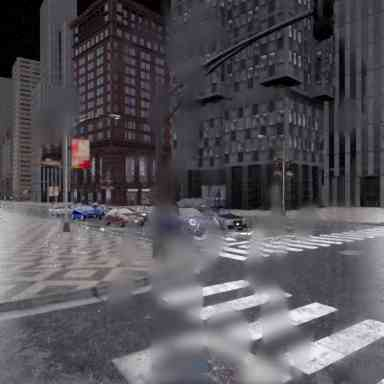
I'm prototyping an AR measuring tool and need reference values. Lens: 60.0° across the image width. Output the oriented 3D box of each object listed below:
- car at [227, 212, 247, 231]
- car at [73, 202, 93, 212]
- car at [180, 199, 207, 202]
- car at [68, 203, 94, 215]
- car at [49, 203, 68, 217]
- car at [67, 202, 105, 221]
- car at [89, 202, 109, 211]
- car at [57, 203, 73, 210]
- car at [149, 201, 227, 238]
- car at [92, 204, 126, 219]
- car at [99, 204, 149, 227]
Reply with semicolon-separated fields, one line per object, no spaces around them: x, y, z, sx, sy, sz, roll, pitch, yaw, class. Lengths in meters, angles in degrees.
1.691;1.861;22.312;1.994;1.385;4.181;0;-1;-36;car
-18.587;2.547;56.473;1.837;1.490;4.892;0;-1;-36;car
-0.375;1.750;36.670;2.150;2.045;5.566;0;-1;-36;car
-15.589;2.352;46.477;2.128;1.511;4.902;0;-1;-35;car
-16.697;2.416;42.417;1.895;1.301;4.718;0;-1;-35;car
-10.928;2.103;34.326;1.882;1.535;5.008;0;-1;-36;car
-16.712;2.540;59.439;1.882;1.535;5.008;0;-1;-36;car
-24.986;2.851;65.388;1.895;1.301;4.718;0;-1;-36;car
-0.383;1.636;19.594;2.097;1.767;4.553;0;-1;-35;car
-9.552;2.153;37.984;2.128;1.511;4.902;0;-1;-36;car
-5.534;1.975;26.808;1.812;1.442;4.674;0;-1;-36;car
